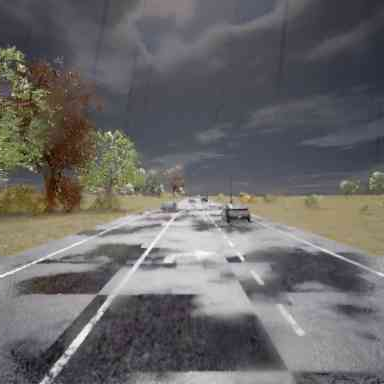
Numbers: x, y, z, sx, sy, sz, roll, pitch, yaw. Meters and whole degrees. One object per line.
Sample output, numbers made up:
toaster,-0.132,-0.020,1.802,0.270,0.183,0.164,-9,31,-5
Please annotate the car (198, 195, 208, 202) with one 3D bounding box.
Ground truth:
car,3.465,2.113,95.576,1.837,1.490,4.892,0,0,0

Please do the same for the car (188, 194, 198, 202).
car,-0.034,1.953,90.897,2.097,1.767,4.553,0,0,0

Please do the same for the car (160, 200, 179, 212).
car,-2.962,1.830,43.385,1.812,1.442,4.674,0,0,4

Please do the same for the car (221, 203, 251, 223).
car,3.490,1.651,26.719,2.128,1.511,4.902,0,0,0
